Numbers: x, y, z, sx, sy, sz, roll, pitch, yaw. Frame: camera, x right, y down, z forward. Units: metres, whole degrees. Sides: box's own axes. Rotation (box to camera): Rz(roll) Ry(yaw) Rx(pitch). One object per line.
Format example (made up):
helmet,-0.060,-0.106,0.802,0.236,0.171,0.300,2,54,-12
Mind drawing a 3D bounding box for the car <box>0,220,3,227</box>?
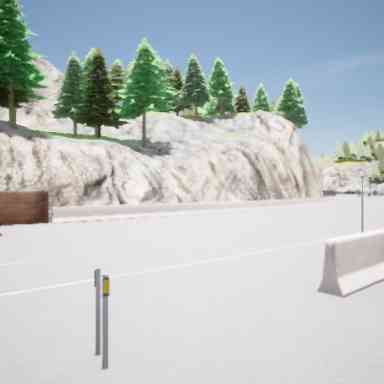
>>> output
car,-12.330,1.649,16.739,4.718,1.301,1.895,0,0,-36
